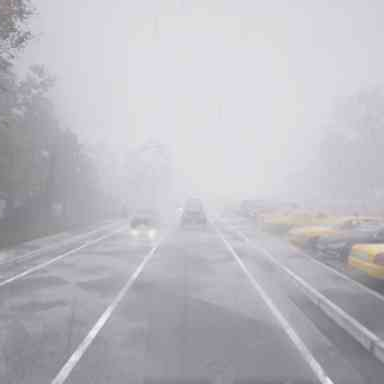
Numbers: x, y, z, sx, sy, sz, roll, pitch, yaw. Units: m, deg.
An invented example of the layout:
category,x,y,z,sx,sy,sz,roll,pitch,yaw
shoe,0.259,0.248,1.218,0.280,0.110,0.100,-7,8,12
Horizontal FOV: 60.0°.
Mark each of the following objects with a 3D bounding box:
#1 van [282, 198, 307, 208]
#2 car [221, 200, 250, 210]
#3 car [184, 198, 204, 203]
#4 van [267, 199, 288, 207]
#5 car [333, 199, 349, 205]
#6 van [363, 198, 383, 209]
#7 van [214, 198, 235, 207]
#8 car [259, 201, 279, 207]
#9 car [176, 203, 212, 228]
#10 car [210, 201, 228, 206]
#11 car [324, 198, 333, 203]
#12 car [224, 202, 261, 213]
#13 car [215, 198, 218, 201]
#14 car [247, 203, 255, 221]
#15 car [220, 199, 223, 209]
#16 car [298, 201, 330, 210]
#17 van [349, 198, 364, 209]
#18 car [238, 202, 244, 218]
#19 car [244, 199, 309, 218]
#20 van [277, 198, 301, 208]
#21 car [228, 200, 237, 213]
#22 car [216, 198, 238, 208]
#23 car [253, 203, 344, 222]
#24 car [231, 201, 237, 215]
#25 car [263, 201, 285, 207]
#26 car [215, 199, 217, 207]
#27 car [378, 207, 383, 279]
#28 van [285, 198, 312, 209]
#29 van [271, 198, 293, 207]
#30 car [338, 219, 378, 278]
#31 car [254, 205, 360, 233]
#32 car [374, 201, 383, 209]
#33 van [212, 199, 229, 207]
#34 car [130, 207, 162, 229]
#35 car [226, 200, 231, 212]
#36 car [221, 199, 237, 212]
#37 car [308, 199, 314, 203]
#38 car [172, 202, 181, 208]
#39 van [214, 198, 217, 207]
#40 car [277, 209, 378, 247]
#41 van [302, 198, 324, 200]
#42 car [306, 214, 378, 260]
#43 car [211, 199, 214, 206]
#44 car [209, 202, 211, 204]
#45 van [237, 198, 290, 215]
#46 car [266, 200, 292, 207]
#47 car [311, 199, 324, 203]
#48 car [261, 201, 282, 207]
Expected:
category,x,y,z,sx,sy,sz,roll,pitch,yaw
van,20.549,2.225,66.814,4.442,1.987,1.878,0,-1,0
car,7.231,2.159,55.964,4.553,1.767,2.185,0,-1,0
car,0.236,1.775,41.275,2.150,2.045,5.566,0,-1,1
van,20.664,2.608,80.643,4.442,1.987,1.878,0,-2,0
car,20.174,1.756,39.118,5.566,2.045,2.435,0,-1,0
van,20.273,1.692,33.577,4.442,1.987,1.878,0,-1,0
van,7.306,2.444,75.378,4.442,1.987,1.878,0,-2,0
car,20.612,3.104,89.068,5.008,1.535,2.097,0,-2,0
car,0.151,1.809,24.770,2.128,1.511,4.902,0,-1,0
car,7.614,3.323,94.791,4.792,1.488,2.163,0,-2,0
car,20.197,1.800,41.887,5.566,2.045,2.435,0,-1,0
car,7.199,2.152,47.634,4.892,1.521,2.231,0,-1,0
car,7.334,2.458,64.288,4.674,1.452,2.002,0,-1,0
car,7.002,1.804,25.428,4.892,1.521,2.231,0,-1,0
car,7.210,2.196,50.410,4.892,1.521,2.231,0,-1,0
car,20.338,2.314,55.731,4.674,1.452,2.002,0,-1,0
van,20.062,1.737,36.349,4.442,1.987,1.878,0,-1,0
car,7.084,1.913,30.979,4.792,1.488,2.163,0,-1,0
car,7.063,1.716,28.208,4.553,1.767,2.185,0,-1,0
van,20.340,2.272,69.719,4.442,1.987,1.878,0,-1,0
car,7.094,2.047,39.307,4.792,1.488,2.163,0,-1,0
car,7.053,2.237,53.187,5.366,1.575,1.946,0,-1,0
car,7.171,1.768,22.659,5.366,1.575,1.946,0,-1,0
car,7.072,2.002,36.531,4.792,1.488,2.163,0,-1,0
car,20.564,2.923,83.405,4.892,1.521,2.231,0,-2,0
car,7.302,2.373,61.513,5.008,1.535,2.097,0,-1,0
car,6.876,1.390,6.008,5.566,2.045,2.435,0,0,0
van,20.527,2.183,64.170,4.442,1.987,1.878,0,-1,0
van,20.384,2.430,75.108,4.442,1.987,1.878,0,-2,0
car,7.056,1.658,8.781,5.366,1.575,1.946,0,0,0
car,6.778,1.743,20.009,5.366,1.575,1.946,0,0,0
car,20.138,1.874,30.805,5.008,1.535,2.097,0,-1,0
van,7.655,2.889,89.250,4.442,1.987,1.878,0,-2,0
car,-3.300,1.866,24.871,2.033,1.411,5.357,0,-1,0
car,7.118,2.091,42.083,4.792,1.488,2.163,0,-1,0
car,6.984,2.103,44.860,5.366,1.575,1.946,0,-1,0
car,20.298,2.227,50.317,4.674,1.452,2.002,0,-1,0
car,-2.957,2.609,66.783,1.895,1.301,4.718,0,-1,0
van,7.237,2.237,67.069,4.442,1.987,1.878,0,-1,0
car,6.731,1.699,14.336,5.366,1.575,1.946,0,0,0
van,20.435,2.005,53.091,4.442,1.987,1.878,0,-1,0
car,6.900,1.683,11.559,4.892,1.521,2.231,0,0,0
car,7.405,2.255,69.844,5.566,2.045,2.435,0,-1,0
car,7.521,3.026,86.469,5.008,1.535,2.097,0,-2,0
van,7.194,1.702,33.758,4.442,1.987,1.878,0,-1,0
car,20.339,2.742,77.868,5.366,1.575,1.946,0,-2,0
car,20.266,2.140,47.424,5.008,1.535,2.097,0,-1,0
car,20.588,3.011,86.174,5.008,1.535,2.097,0,-2,0
